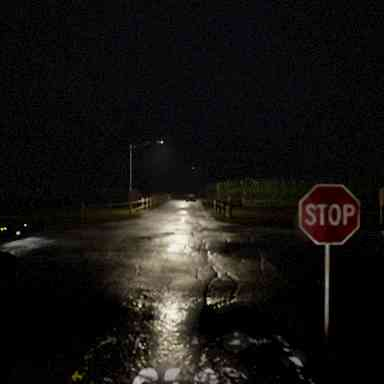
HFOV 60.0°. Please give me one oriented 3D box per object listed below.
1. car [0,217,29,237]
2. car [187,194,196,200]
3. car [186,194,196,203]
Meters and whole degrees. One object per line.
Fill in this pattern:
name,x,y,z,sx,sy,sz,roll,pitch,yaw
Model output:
car,-10.760,1.538,15.943,5.357,1.411,2.033,0,1,8
car,-0.194,1.100,73.881,1.994,1.385,4.181,0,0,0
car,-0.168,1.361,63.908,1.895,1.301,4.718,0,0,0
